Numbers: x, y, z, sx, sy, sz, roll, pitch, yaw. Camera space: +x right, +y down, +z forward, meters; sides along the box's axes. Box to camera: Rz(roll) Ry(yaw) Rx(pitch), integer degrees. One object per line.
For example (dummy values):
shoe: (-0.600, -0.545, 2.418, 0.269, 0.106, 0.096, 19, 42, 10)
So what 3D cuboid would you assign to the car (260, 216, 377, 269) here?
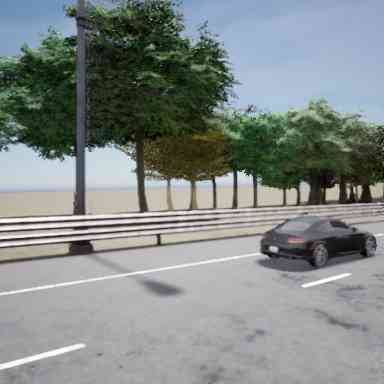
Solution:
car: (4.303, 1.519, 11.171, 4.674, 1.442, 1.812, 0, 0, -35)
